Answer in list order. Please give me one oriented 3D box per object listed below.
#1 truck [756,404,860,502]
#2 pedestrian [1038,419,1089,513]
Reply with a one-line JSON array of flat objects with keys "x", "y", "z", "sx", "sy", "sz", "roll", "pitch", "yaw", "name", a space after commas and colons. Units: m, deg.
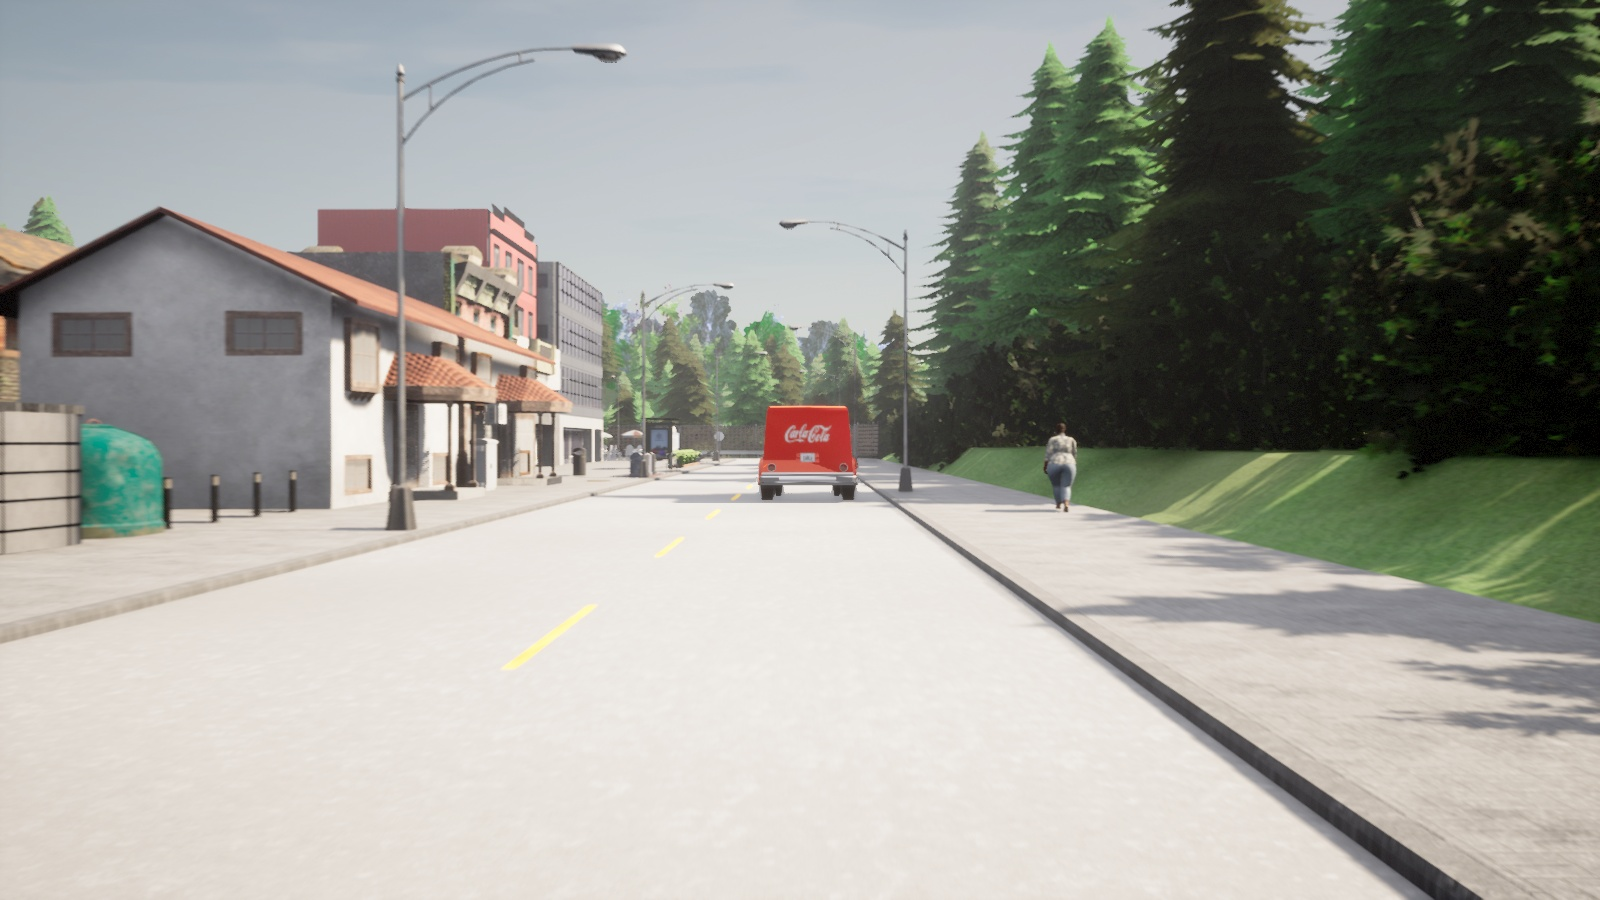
[{"x": 0.214, "y": 0.069, "z": 34.342, "sx": 2.627, "sy": 2.467, "sz": 5.204, "roll": 0, "pitch": 0, "yaw": 0, "name": "truck"}, {"x": 5.288, "y": 0.320, "z": 25.247, "sx": 0.874, "sy": 1.855, "sz": 0.900, "roll": 0, "pitch": 0, "yaw": 2, "name": "pedestrian"}]
